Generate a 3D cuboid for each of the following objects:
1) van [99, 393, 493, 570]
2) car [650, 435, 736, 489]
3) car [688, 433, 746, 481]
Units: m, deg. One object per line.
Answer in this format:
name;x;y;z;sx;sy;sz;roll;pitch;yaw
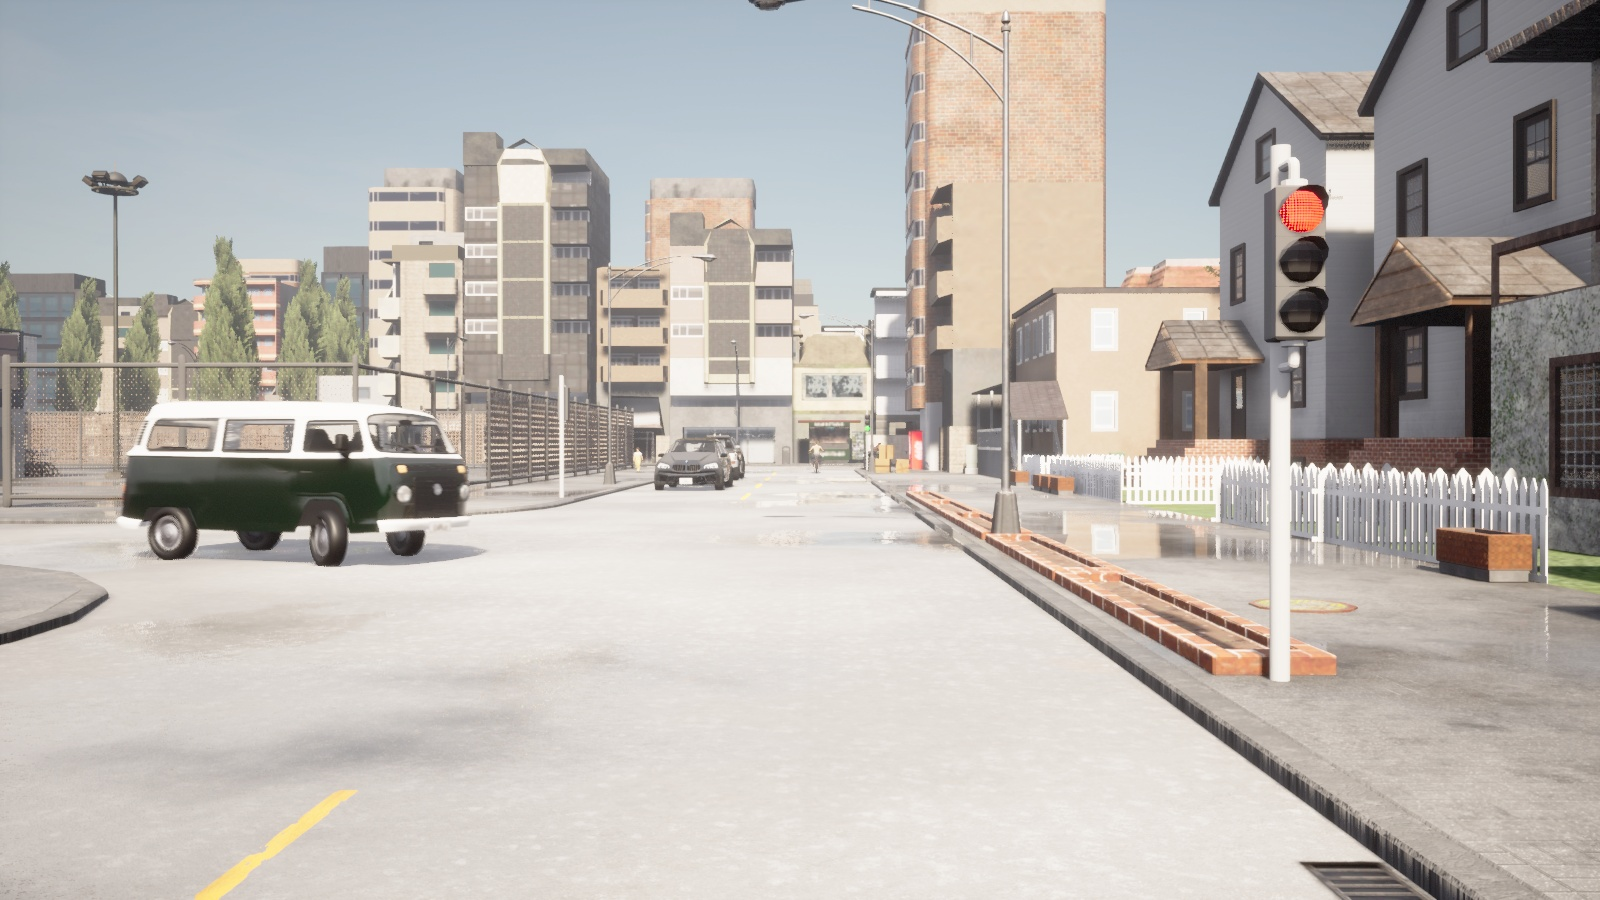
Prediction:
van;-6.480;0.372;16.214;4.480;2.038;2.069;0;-1;21
car;-3.419;0.357;41.005;2.242;1.667;4.611;0;0;2
car;-3.313;0.273;50.980;1.932;1.855;4.605;0;0;2
